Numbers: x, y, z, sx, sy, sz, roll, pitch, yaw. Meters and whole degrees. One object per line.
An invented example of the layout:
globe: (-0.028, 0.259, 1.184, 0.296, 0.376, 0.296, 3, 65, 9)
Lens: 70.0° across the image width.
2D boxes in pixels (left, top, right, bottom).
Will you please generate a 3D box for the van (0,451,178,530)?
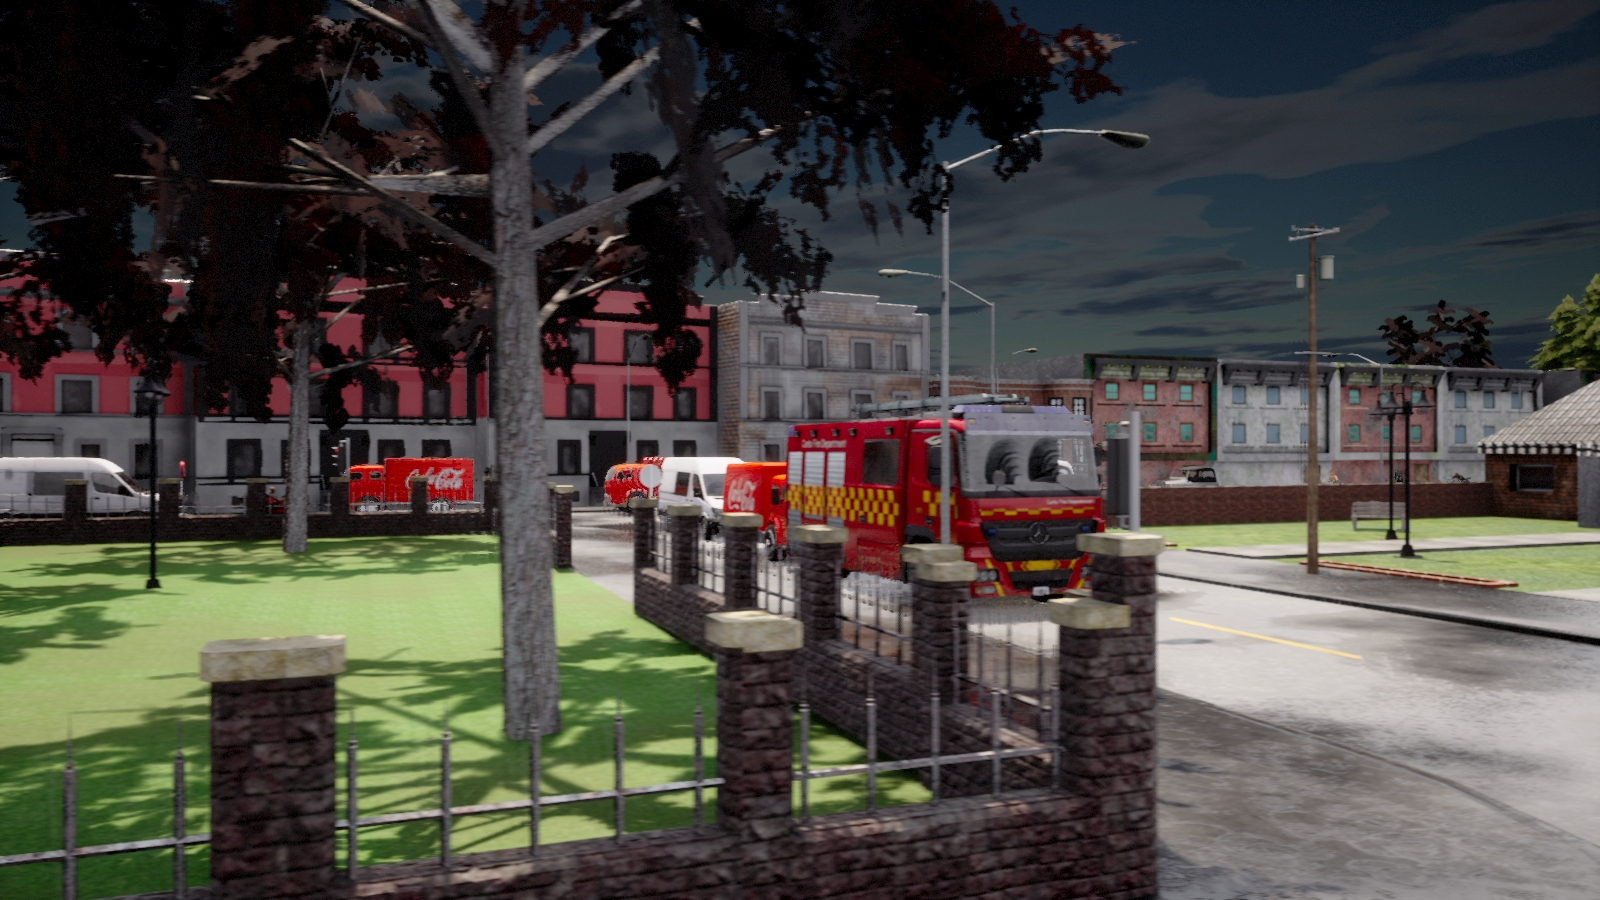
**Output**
van: (-24.551, 1.317, 38.702, 5.915, 2.561, 1.988, 0, 0, -21)

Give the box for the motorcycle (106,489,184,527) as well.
motorcycle: (-22.588, 1.986, 39.449, 2.209, 1.251, 0.867, 0, 0, -21)

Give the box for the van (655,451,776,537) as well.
van: (-2.871, 1.305, 37.175, 1.988, 2.561, 5.915, 0, 0, -24)

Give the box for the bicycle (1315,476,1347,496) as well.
bicycle: (29.659, 2.001, 63.800, 1.487, 1.080, 0.859, 0, 0, -21)

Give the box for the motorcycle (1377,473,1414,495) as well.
motorcycle: (34.147, 1.924, 65.514, 1.805, 1.236, 0.856, 0, 0, -21)

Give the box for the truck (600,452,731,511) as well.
truck: (-5.929, 1.337, 50.140, 5.204, 2.467, 2.627, 0, 0, -21)

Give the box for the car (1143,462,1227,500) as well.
car: (20.265, 1.608, 60.212, 3.866, 1.878, 1.905, 0, 0, -21)

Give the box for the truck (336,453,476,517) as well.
truck: (-15.959, 1.343, 46.280, 5.204, 2.467, 2.627, 0, 0, -21)

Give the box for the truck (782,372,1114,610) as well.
truck: (2.463, 0.662, 22.890, 2.891, 3.827, 8.468, 0, 0, -21)

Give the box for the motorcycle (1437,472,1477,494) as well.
motorcycle: (38.668, 1.944, 67.252, 2.209, 1.251, 0.867, 0, 0, -21)

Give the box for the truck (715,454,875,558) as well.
truck: (-0.270, 1.339, 30.203, 2.627, 2.467, 5.204, 0, 0, -20)
